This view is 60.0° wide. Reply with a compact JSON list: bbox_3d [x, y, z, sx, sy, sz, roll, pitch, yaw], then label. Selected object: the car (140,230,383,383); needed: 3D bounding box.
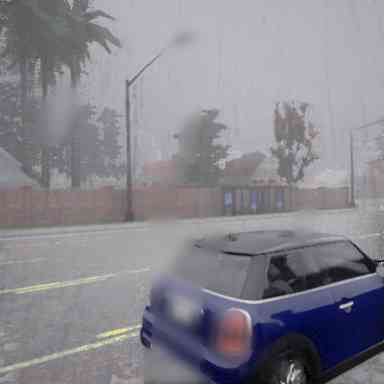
[{"bbox_3d":[1.622,1.348,4.904,4.553,1.767,2.097,0,0,-35],"label":"car"}]
